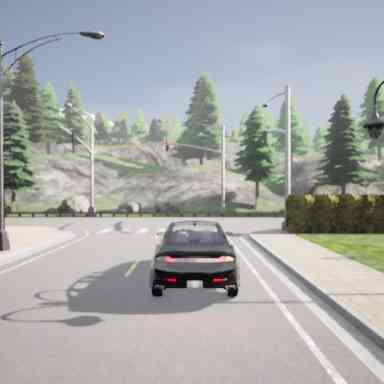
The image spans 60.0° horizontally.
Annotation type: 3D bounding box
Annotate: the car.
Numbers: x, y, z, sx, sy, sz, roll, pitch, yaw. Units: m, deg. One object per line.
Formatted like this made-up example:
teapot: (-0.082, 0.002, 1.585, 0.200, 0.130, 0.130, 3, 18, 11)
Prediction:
car: (0.073, 1.479, 8.534, 2.128, 1.511, 4.902, 0, 0, 0)
